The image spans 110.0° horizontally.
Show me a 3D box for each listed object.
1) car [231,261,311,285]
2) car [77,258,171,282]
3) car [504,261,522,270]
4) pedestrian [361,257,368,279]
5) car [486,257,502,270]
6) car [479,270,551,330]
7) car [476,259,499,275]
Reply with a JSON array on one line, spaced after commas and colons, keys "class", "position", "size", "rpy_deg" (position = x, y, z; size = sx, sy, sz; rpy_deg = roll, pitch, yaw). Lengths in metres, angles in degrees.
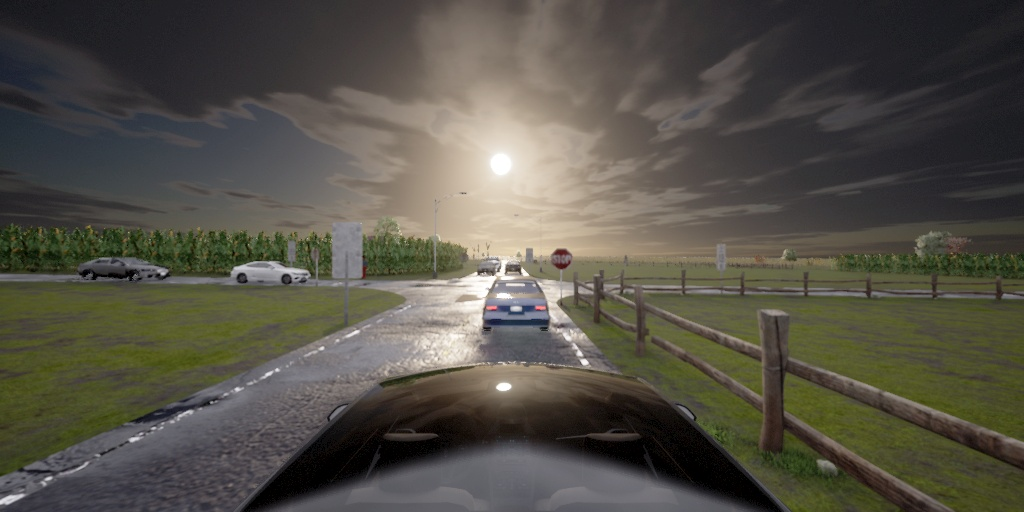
[{"class": "car", "position": [-15.690, 1.066, 23.401], "size": [4.674, 1.442, 1.812], "rpy_deg": [1, -1, 1]}, {"class": "car", "position": [-25.210, 0.862, 23.412], "size": [4.902, 1.511, 2.128], "rpy_deg": [1, -1, 0]}, {"class": "car", "position": [0.128, 1.339, 43.214], "size": [1.882, 1.535, 5.008], "rpy_deg": [0, 0, 0]}, {"class": "pedestrian", "position": [-12.167, 0.960, 29.423], "size": [0.375, 1.860, 0.375], "rpy_deg": [0, -2, 0]}, {"class": "car", "position": [-2.840, 1.105, 51.477], "size": [2.150, 2.045, 5.566], "rpy_deg": [0, 0, 0]}, {"class": "car", "position": [0.099, 1.323, 11.160], "size": [2.033, 1.411, 5.357], "rpy_deg": [0, 0, 0]}, {"class": "car", "position": [-2.856, 1.359, 40.745], "size": [1.837, 1.490, 4.892], "rpy_deg": [0, 0, 0]}]
